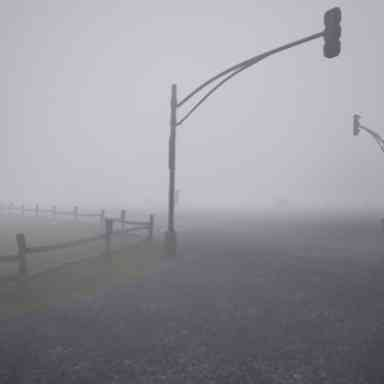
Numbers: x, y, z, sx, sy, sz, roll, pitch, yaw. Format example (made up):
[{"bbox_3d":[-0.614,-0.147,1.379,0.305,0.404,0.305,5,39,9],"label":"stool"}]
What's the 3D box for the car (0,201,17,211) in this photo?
[{"bbox_3d":[-27.433,2.010,49.293,1.812,1.442,4.674,2,-2,-43],"label":"car"}]
